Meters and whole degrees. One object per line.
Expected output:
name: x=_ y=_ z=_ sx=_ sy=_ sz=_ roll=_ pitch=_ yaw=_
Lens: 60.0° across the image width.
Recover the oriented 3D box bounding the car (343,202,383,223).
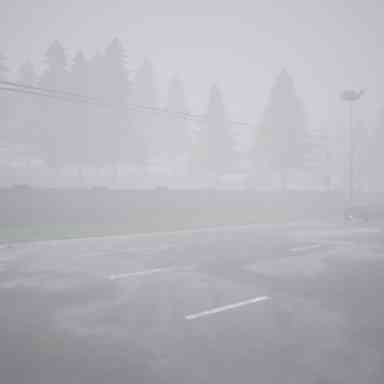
car: x=14.063 y=1.598 z=26.669 sx=4.892 sy=1.490 sz=1.837 roll=0 pitch=0 yaw=-35
